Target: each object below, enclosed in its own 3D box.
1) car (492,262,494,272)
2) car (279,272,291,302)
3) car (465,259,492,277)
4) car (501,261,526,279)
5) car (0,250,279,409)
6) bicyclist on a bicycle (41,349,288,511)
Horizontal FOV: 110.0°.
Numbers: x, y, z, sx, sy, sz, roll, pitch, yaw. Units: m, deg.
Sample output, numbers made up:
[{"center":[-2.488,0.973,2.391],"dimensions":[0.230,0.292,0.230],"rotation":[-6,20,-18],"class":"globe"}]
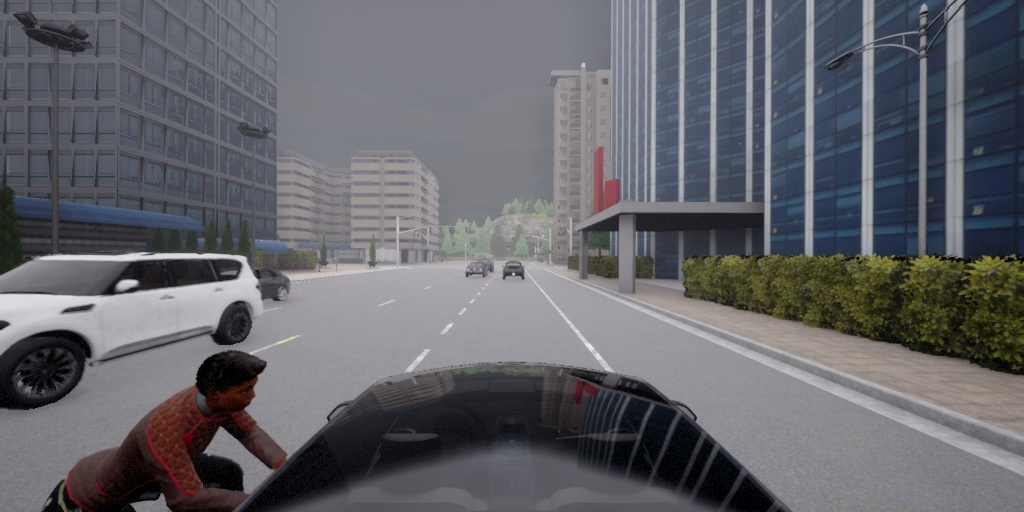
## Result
[{"center":[-3.355,1.092,44.285],"dimensions":[2.097,1.767,4.553],"rotation":[0,0,1],"class":"car"},{"center":[-10.606,1.199,13.752],"dimensions":[1.837,1.490,4.892],"rotation":[0,0,0],"class":"car"},{"center":[-3.368,1.286,34.746],"dimensions":[2.033,1.411,5.357],"rotation":[0,0,0],"class":"car"},{"center":[0.139,1.261,32.298],"dimensions":[1.837,1.490,4.892],"rotation":[0,0,0],"class":"car"},{"center":[-7.135,0.937,6.432],"dimensions":[2.150,2.045,5.566],"rotation":[0,0,0],"class":"car"},{"center":[-1.394,1.240,1.635],"dimensions":[1.656,1.620,0.582],"rotation":[-1,7,-9],"class":"bicyclist on a bicycle"}]
